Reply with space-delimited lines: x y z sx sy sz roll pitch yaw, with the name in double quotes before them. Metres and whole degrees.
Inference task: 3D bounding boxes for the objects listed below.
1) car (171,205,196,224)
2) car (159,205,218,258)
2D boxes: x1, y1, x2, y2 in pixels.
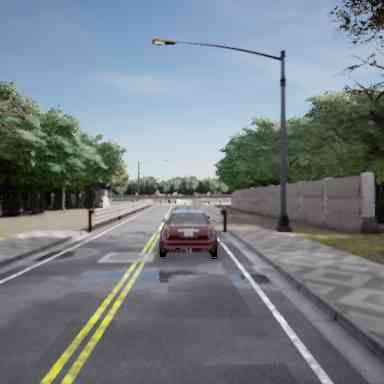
"car" -0.757 1.834 28.608 1.994 1.385 4.181 0 0 -2
"car" -0.164 1.478 13.469 2.097 1.767 4.553 0 -1 -1
